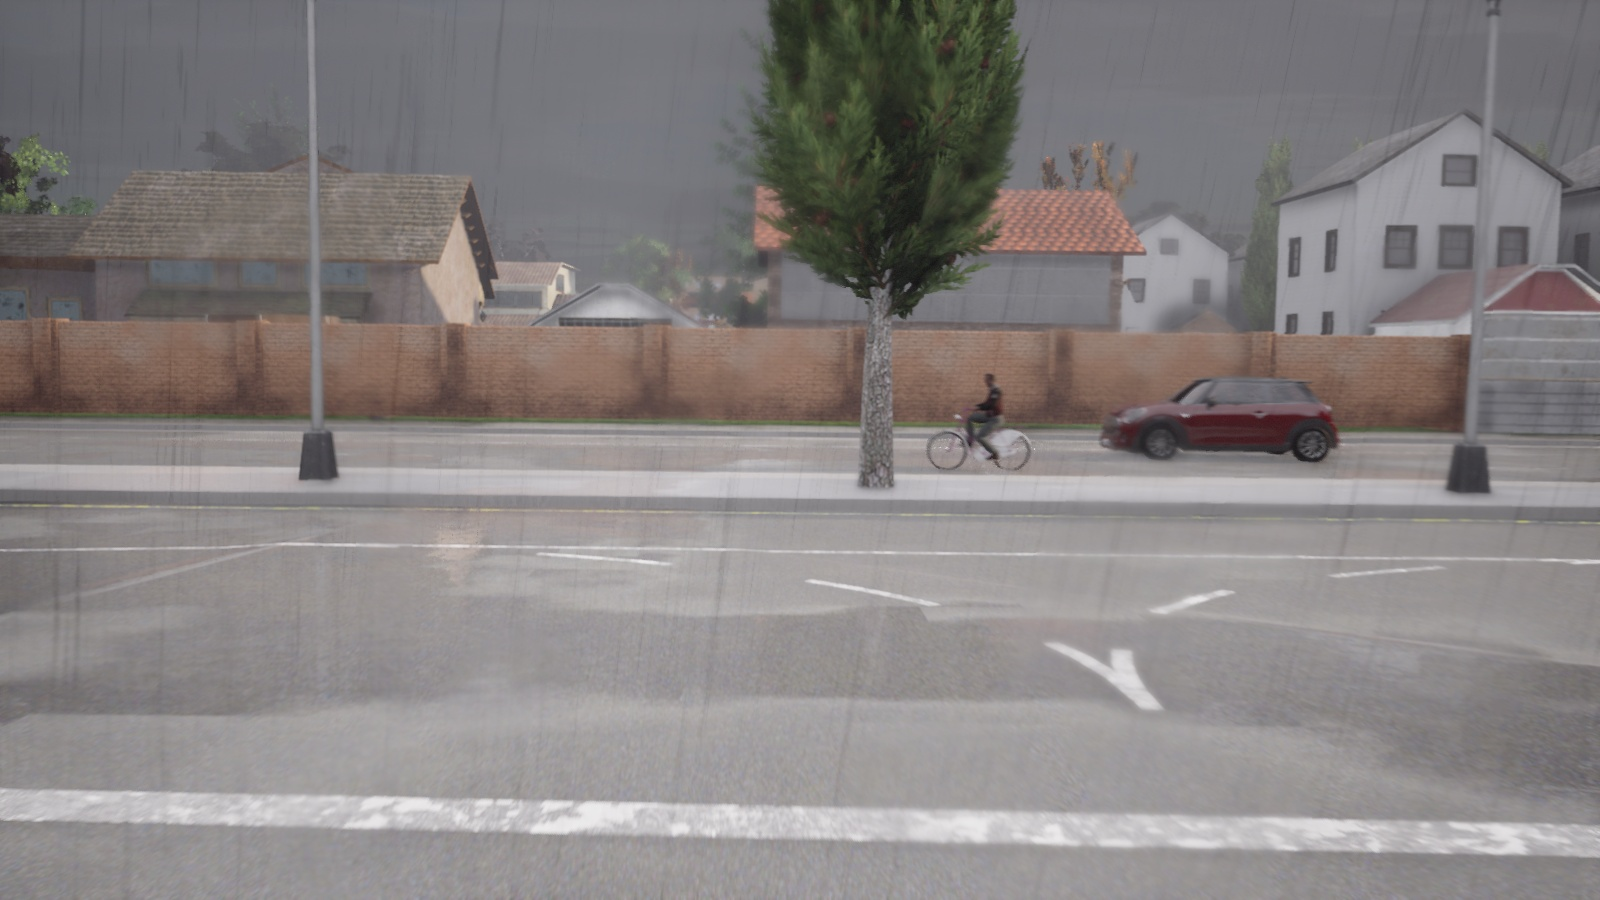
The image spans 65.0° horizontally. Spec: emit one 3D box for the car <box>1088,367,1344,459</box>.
[{"bbox_3d":[8.484,-0.799,25.944,4.553,1.767,2.097,0,5,0],"label":"car"}]

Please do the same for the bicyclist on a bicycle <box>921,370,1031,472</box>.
[{"bbox_3d":[3.128,-0.526,22.432,1.843,1.776,0.659,0,5,0],"label":"bicyclist on a bicycle"}]
